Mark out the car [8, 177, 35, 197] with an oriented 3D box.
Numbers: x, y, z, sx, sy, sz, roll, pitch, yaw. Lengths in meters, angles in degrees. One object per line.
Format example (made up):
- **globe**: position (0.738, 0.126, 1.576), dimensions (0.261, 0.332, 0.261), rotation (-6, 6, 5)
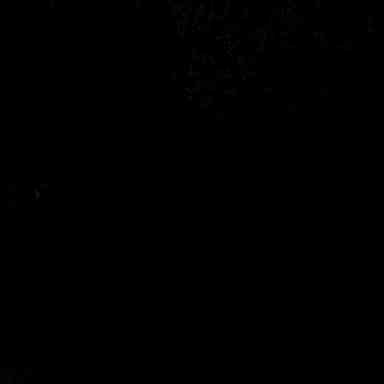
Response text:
- **car**: position (-18.167, -0.654, 35.604), dimensions (2.150, 2.045, 5.566), rotation (4, 4, -22)
